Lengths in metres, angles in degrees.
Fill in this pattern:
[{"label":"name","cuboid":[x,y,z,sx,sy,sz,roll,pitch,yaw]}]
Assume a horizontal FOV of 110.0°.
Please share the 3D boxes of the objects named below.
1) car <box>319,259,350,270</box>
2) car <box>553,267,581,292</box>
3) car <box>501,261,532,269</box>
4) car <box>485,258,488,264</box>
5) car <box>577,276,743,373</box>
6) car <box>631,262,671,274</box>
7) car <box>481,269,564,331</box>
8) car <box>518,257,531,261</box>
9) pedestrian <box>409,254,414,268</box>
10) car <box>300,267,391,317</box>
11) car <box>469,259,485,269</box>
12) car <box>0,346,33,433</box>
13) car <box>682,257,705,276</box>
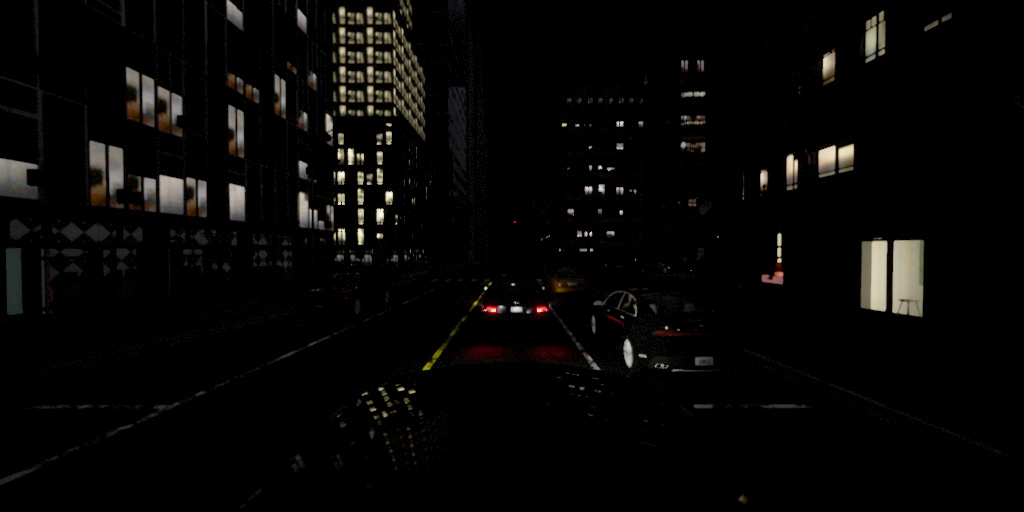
[{"label":"car","cuboid":[-21.743,0.995,42.288,4.829,1.417,1.751,0,0,1]},{"label":"car","cuboid":[2.786,1.258,18.867,1.751,1.417,4.829,0,0,0]},{"label":"car","cuboid":[0.057,1.234,21.267,1.837,1.490,4.892,0,0,0]},{"label":"car","cuboid":[-5.804,1.257,62.290,1.948,1.339,4.313,0,0,0]},{"label":"car","cuboid":[2.807,1.294,7.408,2.007,1.370,4.403,0,0,0]},{"label":"car","cuboid":[16.234,1.342,41.861,4.403,1.370,2.007,0,0,1]},{"label":"car","cuboid":[0.085,1.288,10.845,2.033,1.411,5.357,0,0,0]},{"label":"car","cuboid":[2.577,1.242,62.306,2.007,1.370,4.403,0,0,0]},{"label":"pedestrian","cuboid":[-12.629,0.636,45.140,0.375,1.860,0.375,0,1,1]},{"label":"car","cuboid":[-5.843,1.283,13.094,1.888,1.381,4.507,0,0,0]},{"label":"car","cuboid":[-5.793,1.222,56.466,1.751,1.417,4.829,0,0,0]},{"label":"car","cuboid":[-5.796,1.300,1.805,2.007,1.370,4.403,0,0,0]},{"label":"car","cuboid":[21.639,1.103,39.191,5.566,2.045,2.150,0,1,1]}]
